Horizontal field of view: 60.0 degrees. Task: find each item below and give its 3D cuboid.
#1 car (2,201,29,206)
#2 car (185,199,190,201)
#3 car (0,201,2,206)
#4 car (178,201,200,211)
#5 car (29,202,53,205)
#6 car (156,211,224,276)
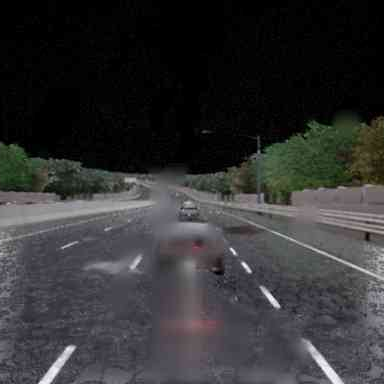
[{"bbox_3d":[-25.007,2.000,48.644,2.128,1.511,4.902,1,-1,0],"label":"car"},{"bbox_3d":[-0.516,2.327,53.171,1.882,1.535,5.008,1,-1,-1],"label":"car"},{"bbox_3d":[-28.495,2.033,48.341,1.994,1.385,4.181,1,-1,0],"label":"car"},{"bbox_3d":[-0.287,1.862,31.901,2.128,1.511,4.902,1,-1,-1],"label":"car"},{"bbox_3d":[-21.511,2.106,48.715,1.994,1.385,4.181,1,-1,0],"label":"car"},{"bbox_3d":[-0.058,1.587,10.638,1.837,1.490,4.892,1,-1,-1],"label":"car"}]
